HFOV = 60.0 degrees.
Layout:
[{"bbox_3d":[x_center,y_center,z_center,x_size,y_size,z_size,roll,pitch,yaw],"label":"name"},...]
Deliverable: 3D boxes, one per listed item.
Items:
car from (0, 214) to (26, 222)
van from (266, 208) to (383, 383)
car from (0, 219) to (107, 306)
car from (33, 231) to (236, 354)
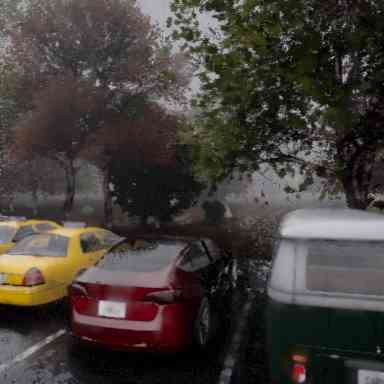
[{"bbox_3d":[-5.253,1.514,9.613,1.946,1.575,5.366,0,-1,15],"label":"car"},{"bbox_3d":[2.062,1.266,4.740,1.878,1.987,4.442,0,-1,16],"label":"van"},{"bbox_3d":[-2.736,1.511,8.248,1.946,1.575,5.366,0,-1,15],"label":"car"},{"bbox_3d":[-0.369,1.531,6.375,2.163,1.488,4.792,0,-1,15],"label":"car"}]
